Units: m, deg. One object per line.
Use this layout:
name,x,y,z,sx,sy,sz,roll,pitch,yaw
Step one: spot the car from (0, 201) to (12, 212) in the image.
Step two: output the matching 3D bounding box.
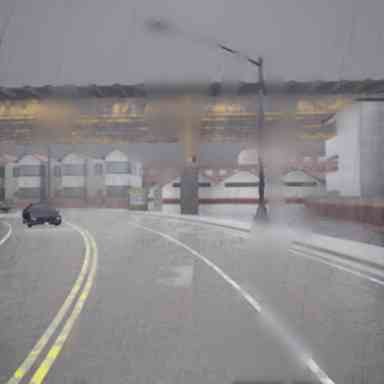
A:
car,-23.690,1.728,39.544,5.357,1.411,2.033,-2,-1,29

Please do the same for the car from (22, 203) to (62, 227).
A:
car,-9.904,1.462,21.716,2.033,1.411,5.357,0,0,-32
